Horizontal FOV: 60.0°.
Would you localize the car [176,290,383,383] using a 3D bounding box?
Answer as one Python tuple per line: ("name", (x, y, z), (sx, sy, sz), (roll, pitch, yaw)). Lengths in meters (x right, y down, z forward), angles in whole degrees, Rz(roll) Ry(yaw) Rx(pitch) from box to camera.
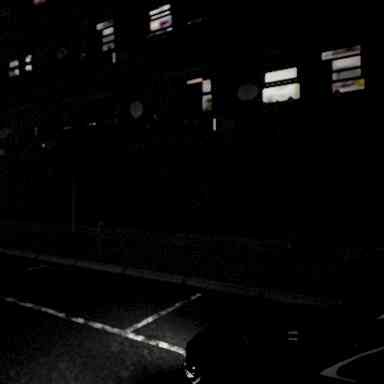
("car", (2.183, 1.536, 2.542), (4.892, 1.490, 1.837), (0, 0, 29))
